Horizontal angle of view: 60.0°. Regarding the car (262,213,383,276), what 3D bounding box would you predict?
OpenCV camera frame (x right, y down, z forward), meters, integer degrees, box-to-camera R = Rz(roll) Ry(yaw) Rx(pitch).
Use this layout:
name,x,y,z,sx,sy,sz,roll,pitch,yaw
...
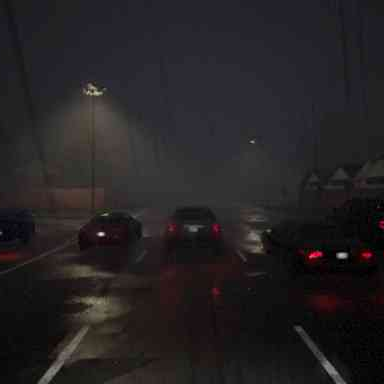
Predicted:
name,x,y,z,sx,sy,sz,roll,pitch,yaw
car,3.549,1.544,10.329,2.033,1.411,5.357,0,0,1

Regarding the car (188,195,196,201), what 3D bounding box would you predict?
name,x,y,z,sx,sy,sz,roll,pitch,yaw
car,0.018,1.369,82.682,1.994,1.385,4.181,0,0,0

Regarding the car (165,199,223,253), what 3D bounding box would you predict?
name,x,y,z,sx,sy,sz,roll,pitch,yaw
car,0.073,1.346,13.750,2.097,1.767,4.553,0,0,0

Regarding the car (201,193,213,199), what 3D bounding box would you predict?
name,x,y,z,sx,sy,sz,roll,pitch,yaw
car,3.516,1.556,73.445,1.895,1.301,4.718,0,0,0

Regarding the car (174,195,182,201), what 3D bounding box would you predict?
name,x,y,z,sx,sy,sz,roll,pitch,yaw
car,-3.482,1.369,82.683,1.994,1.385,4.181,0,0,0

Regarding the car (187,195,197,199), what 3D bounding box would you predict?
name,x,y,z,sx,sy,sz,roll,pitch,yaw
car,0.016,1.486,72.262,2.128,1.511,4.902,0,0,0

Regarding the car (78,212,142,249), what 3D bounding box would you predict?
name,x,y,z,sx,sy,sz,roll,pitch,yaw
car,-3.421,1.558,14.547,1.994,1.385,4.181,0,0,0

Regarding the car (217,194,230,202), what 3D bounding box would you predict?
name,x,y,z,sx,sy,sz,roll,pitch,yaw
car,7.016,1.439,72.261,1.882,1.535,5.008,0,0,0

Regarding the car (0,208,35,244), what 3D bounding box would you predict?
name,x,y,z,sx,sy,sz,roll,pitch,yaw
car,-8.470,1.471,15.383,1.882,1.535,5.008,1,0,-22

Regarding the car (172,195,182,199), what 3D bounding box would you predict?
name,x,y,z,sx,sy,sz,roll,pitch,yaw
car,-3.484,1.501,72.262,2.033,1.411,5.357,0,0,0

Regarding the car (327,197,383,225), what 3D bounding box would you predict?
name,x,y,z,sx,sy,sz,roll,pitch,yaw
car,7.069,1.219,13.073,2.150,2.045,5.566,0,0,0
